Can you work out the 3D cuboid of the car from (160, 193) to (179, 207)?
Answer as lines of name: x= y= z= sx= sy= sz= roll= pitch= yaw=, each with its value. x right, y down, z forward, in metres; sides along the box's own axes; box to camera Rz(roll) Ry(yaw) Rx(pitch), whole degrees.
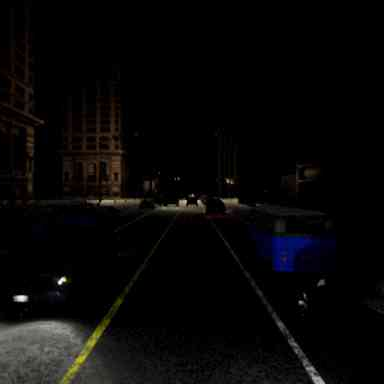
car: x=-3.066 y=1.223 z=50.127 sx=2.150 sy=2.045 sz=5.566 roll=0 pitch=0 yaw=0

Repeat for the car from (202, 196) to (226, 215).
car: x=2.371 y=1.481 z=34.198 sx=1.882 sy=1.535 sz=5.008 roll=0 pitch=0 yaw=0

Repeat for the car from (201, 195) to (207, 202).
car: x=2.775 y=1.567 z=49.384 sx=1.947 sy=1.339 sz=4.313 roll=0 pitch=0 yaw=0

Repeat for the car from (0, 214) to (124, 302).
car: x=-3.100 y=1.549 z=8.688 sx=2.033 sy=1.411 sz=5.357 roll=0 pitch=0 yaw=0

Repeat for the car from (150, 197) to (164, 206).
car: x=-5.749 y=1.565 z=55.026 sx=1.947 sy=1.339 sz=4.313 roll=0 pitch=0 yaw=0

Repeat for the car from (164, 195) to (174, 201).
car: x=-5.740 y=1.529 z=83.231 sx=2.008 sy=1.369 sz=4.403 roll=0 pitch=0 yaw=0

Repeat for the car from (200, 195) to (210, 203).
car: x=2.782 y=1.428 z=71.948 sx=1.967 sy=1.590 sz=4.097 roll=0 pitch=0 yaw=0

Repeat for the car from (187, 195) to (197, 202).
car: x=0.021 y=1.378 z=71.807 sx=2.128 sy=1.511 sz=4.902 roll=0 pitch=0 yaw=0

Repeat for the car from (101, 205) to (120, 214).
car: x=-5.759 y=1.548 z=21.180 sx=1.887 sy=1.381 sz=4.507 roll=0 pitch=0 yaw=0

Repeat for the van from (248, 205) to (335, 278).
van: x=2.762 y=1.343 z=9.899 sx=1.690 sy=1.788 sz=3.998 roll=0 pitch=0 yaw=0

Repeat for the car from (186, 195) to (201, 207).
car: x=0.016 y=1.526 z=52.495 sx=1.812 sy=1.442 sz=4.674 roll=0 pitch=0 yaw=0

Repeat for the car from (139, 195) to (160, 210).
car: x=-5.753 y=1.443 z=43.743 sx=1.967 sy=1.590 sz=4.097 roll=0 pitch=0 yaw=0

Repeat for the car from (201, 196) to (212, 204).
car: x=2.780 y=1.543 z=66.306 sx=2.008 sy=1.369 sz=4.403 roll=0 pitch=0 yaw=0

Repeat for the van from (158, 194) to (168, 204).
van: x=-5.746 y=1.334 z=66.308 sx=1.690 sy=1.788 sz=3.998 roll=0 pitch=0 yaw=0

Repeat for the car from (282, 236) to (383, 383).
car: x=2.761 y=1.567 z=4.259 sx=1.947 sy=1.339 sz=4.313 roll=0 pitch=0 yaw=0

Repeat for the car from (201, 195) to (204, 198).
car: x=2.778 y=1.521 z=60.835 sx=1.752 sy=1.417 sz=4.829 roll=0 pitch=0 yaw=0

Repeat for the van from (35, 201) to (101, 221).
van: x=-5.762 y=1.344 z=15.540 sx=1.690 sy=1.788 sz=3.998 roll=0 pitch=0 yaw=0

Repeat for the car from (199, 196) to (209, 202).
car: x=2.784 y=1.534 z=77.588 sx=2.008 sy=1.369 sz=4.403 roll=0 pitch=0 yaw=0
